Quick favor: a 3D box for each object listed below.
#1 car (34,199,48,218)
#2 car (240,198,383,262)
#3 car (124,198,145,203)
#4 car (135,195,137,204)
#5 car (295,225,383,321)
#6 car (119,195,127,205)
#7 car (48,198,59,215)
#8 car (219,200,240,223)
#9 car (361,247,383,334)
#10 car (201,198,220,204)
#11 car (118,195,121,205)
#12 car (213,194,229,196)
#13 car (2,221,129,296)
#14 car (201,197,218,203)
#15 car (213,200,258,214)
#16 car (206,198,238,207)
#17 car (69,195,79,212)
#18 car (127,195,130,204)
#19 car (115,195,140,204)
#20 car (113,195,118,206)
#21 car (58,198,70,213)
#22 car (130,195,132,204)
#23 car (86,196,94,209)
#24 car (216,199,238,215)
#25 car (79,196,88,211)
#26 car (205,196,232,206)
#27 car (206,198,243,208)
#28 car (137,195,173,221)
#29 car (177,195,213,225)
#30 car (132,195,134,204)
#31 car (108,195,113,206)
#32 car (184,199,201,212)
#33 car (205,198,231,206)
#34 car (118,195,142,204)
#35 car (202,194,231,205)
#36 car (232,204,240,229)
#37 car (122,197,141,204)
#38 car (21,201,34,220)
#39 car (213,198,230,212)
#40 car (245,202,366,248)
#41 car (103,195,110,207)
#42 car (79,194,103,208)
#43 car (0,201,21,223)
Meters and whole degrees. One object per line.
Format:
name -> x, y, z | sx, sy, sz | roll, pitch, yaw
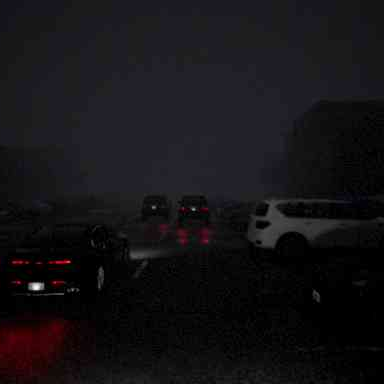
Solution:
car -> -15.630, 1.557, 29.025 | 4.792, 1.488, 2.163 | 0, 0, 0
car -> 4.740, 1.239, 11.694 | 5.566, 2.045, 2.435 | 0, 0, 0
car -> -15.958, 2.373, 92.417 | 5.366, 1.575, 1.946 | 0, -1, 0
car -> -15.772, 1.995, 75.878 | 4.792, 1.488, 2.163 | 0, -1, 0
car -> 4.682, 1.513, 6.133 | 4.792, 1.488, 2.163 | 0, 0, 0
car -> -15.533, 1.729, 62.111 | 5.366, 1.575, 1.946 | 0, -1, 0
car -> -15.662, 1.579, 31.747 | 4.674, 1.452, 2.002 | 0, 0, 0
car -> 4.742, 1.553, 25.712 | 4.792, 1.488, 2.163 | 0, 0, 0
car -> 4.681, 1.511, 3.356 | 4.792, 1.488, 2.163 | 0, 0, 0
car -> 4.750, 2.260, 86.825 | 4.792, 1.488, 2.163 | 0, -1, 0
car -> -15.711, 1.747, 59.352 | 4.674, 1.452, 2.002 | 0, -1, 0
car -> 4.688, 1.500, 47.938 | 4.553, 1.767, 2.185 | 0, 0, 0
car -> -2.898, 1.511, 8.616 | 1.837, 1.490, 4.892 | 0, 0, 0
car -> 4.753, 2.246, 92.386 | 4.553, 1.767, 2.185 | 0, -1, 0
car -> 4.744, 1.596, 36.829 | 4.792, 1.488, 2.163 | 0, 0, 0
car -> 4.723, 1.659, 53.378 | 4.892, 1.521, 2.231 | 0, 0, 0
car -> -15.643, 1.438, 37.298 | 4.553, 1.767, 2.185 | 0, 0, 0
car -> -15.695, 1.515, 64.866 | 5.566, 2.045, 2.435 | 0, -1, 0
car -> -15.781, 1.847, 81.396 | 5.566, 2.045, 2.435 | 0, -1, 0
car -> -15.703, 1.684, 56.598 | 5.008, 1.535, 2.097 | 0, 0, 0
car -> -15.698, 1.580, 34.541 | 4.792, 1.488, 2.163 | 0, 0, 0
car -> -15.700, 1.553, 67.623 | 5.566, 2.045, 2.435 | 0, -1, 0
car -> -15.655, 1.623, 42.810 | 4.792, 1.488, 2.163 | 0, 0, 0
car -> 4.711, 1.574, 28.491 | 4.674, 1.452, 2.002 | 0, 0, 0
car -> -15.674, 1.578, 40.055 | 5.008, 1.535, 2.097 | 0, 0, 0
car -> 4.686, 1.571, 59.059 | 4.553, 1.767, 2.185 | 0, 0, 0
car -> 4.902, 1.638, 50.599 | 5.366, 1.575, 1.946 | 0, 0, 0
car -> -2.896, 1.273, 27.990 | 2.150, 2.045, 5.566 | 0, 0, 0
car -> 0.102, 1.258, 24.523 | 2.150, 2.045, 5.566 | 0, -1, 0
car -> -15.705, 1.601, 70.375 | 5.566, 2.045, 2.435 | 0, -1, 0
car -> -15.735, 1.539, 53.841 | 4.553, 1.767, 2.185 | 0, 0, 0
car -> 0.106, 1.664, 42.753 | 2.033, 1.411, 5.357 | 0, 0, 0
car -> 4.716, 1.761, 61.836 | 4.674, 1.452, 2.002 | 0, -1, 0
car -> -15.730, 1.917, 84.153 | 5.566, 2.045, 2.435 | 0, -1, 0
car -> 4.690, 1.501, 64.614 | 5.566, 2.045, 2.435 | 0, -1, 0
car -> 4.710, 1.541, 17.376 | 4.674, 1.452, 2.002 | 0, 0, 0
car -> -15.732, 2.113, 86.906 | 4.553, 1.767, 2.185 | 0, -1, 0
car -> -15.625, 1.549, 26.270 | 4.792, 1.488, 2.163 | 0, 0, 0
car -> 4.720, 1.544, 31.145 | 4.892, 1.521, 2.231 | 0, 0, 0
car -> 4.744, 1.370, 14.507 | 4.553, 1.767, 2.185 | 0, 0, 0
car -> -15.728, 1.676, 51.083 | 4.792, 1.488, 2.163 | 0, 0, 0
car -> -15.717, 1.359, 45.570 | 5.566, 2.045, 2.435 | 0, 0, 0
car -> -15.464, 1.508, 23.512 | 5.366, 1.575, 1.946 | 0, 0, 0
